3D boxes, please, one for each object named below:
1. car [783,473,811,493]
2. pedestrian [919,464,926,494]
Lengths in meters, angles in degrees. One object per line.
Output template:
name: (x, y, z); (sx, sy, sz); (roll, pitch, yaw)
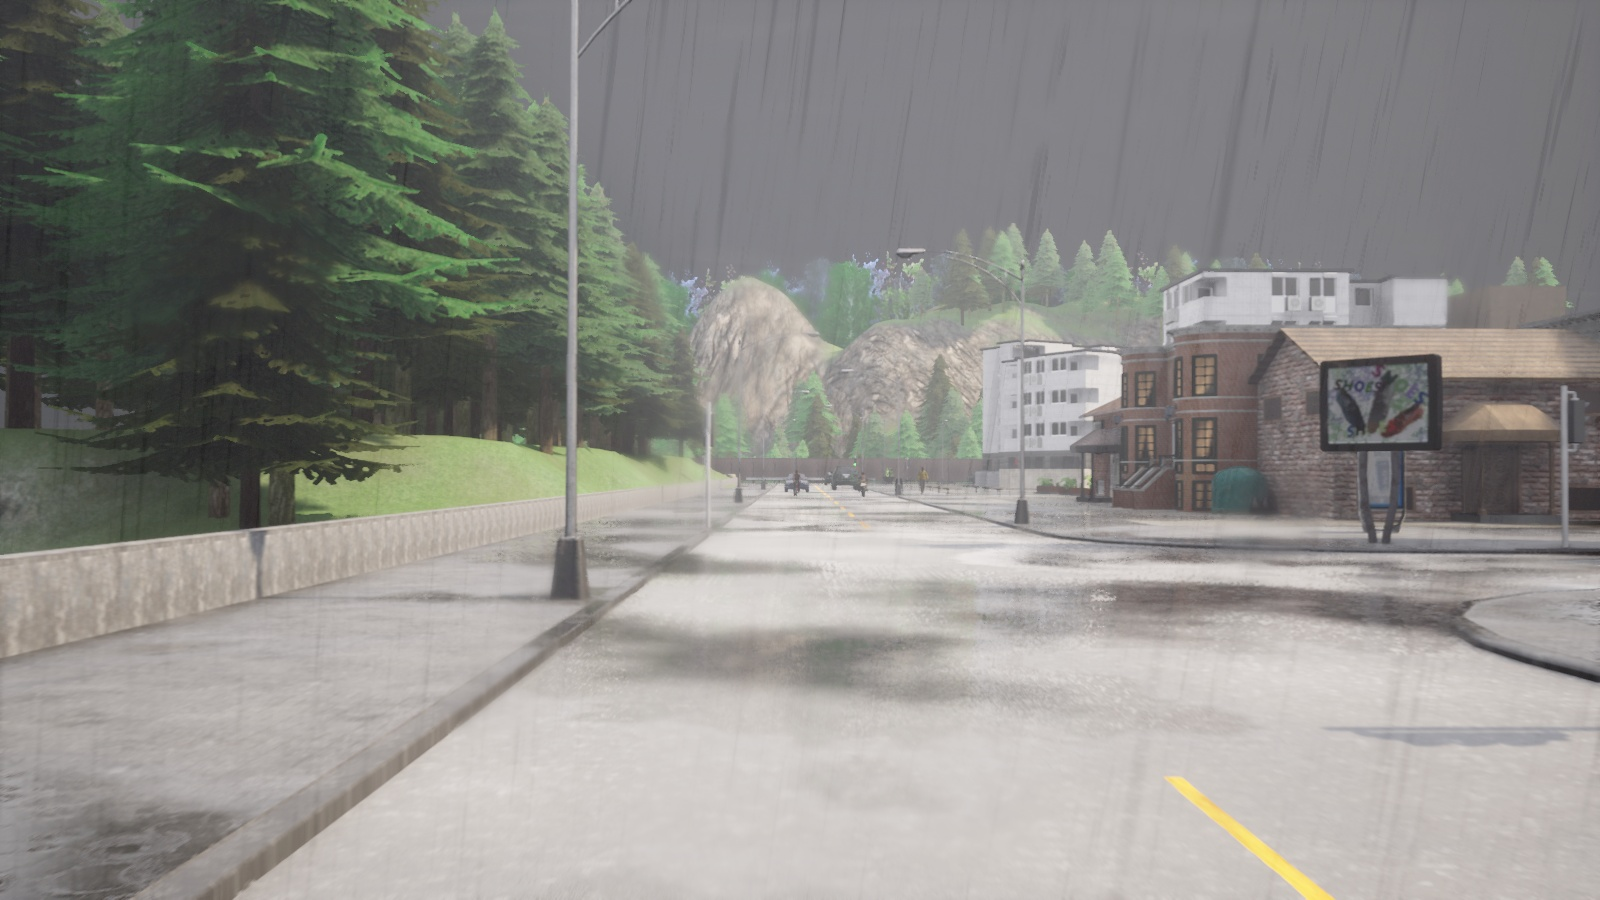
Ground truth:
car: (-0.216, 2.428, 93.504); (2.033, 1.411, 5.357); (0, -1, 0)
pedestrian: (7.630, 1.806, 78.393); (0.370, 1.835, 0.726); (0, -1, 1)
